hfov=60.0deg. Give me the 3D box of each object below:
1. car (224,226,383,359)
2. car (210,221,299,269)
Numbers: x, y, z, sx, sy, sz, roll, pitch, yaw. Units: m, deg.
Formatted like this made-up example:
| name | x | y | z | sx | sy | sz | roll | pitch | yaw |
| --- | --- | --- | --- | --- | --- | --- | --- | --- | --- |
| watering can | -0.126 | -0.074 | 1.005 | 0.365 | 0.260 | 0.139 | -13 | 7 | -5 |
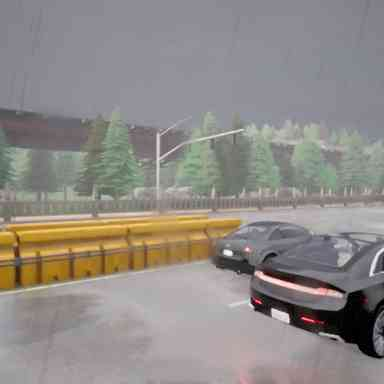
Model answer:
| name | x | y | z | sx | sy | sz | roll | pitch | yaw |
| --- | --- | --- | --- | --- | --- | --- | --- | --- | --- |
| car | 3.181 | 1.488 | 5.999 | 4.902 | 1.511 | 2.128 | 0 | 0 | -36 |
| car | 2.572 | 1.559 | 9.860 | 4.181 | 1.385 | 1.994 | 0 | 0 | -36 |
